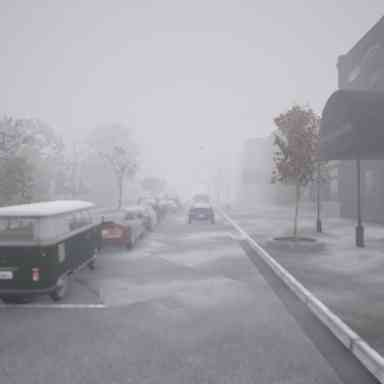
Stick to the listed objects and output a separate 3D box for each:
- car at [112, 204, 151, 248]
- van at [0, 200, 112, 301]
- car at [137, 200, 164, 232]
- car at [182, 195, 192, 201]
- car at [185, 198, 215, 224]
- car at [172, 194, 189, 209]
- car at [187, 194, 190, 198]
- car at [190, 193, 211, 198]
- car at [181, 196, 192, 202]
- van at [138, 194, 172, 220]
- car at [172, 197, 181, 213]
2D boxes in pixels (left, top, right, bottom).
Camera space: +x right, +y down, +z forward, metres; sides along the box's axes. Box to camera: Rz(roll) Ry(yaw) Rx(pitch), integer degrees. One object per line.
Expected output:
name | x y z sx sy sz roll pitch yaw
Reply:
car | -3.359 1.521 14.912 2.163 1.488 4.792 0 1 0
van | -3.549 1.259 8.402 1.878 1.987 4.442 0 1 -1
car | -3.196 1.496 20.420 2.231 1.521 4.892 0 1 0
car | -1.231 1.617 86.956 2.097 1.535 5.008 0 0 4
car | 0.707 1.495 25.334 1.882 1.535 5.008 0 0 2
car | -2.212 1.538 53.691 2.097 1.535 5.008 0 0 4
car | -2.049 1.561 59.237 2.097 1.535 5.008 0 0 4
car | 1.225 1.255 43.003 2.150 2.045 5.566 0 0 2
car | -1.394 1.625 81.417 2.231 1.521 4.892 0 -1 4
van | -3.022 1.297 26.103 1.878 1.987 4.442 0 0 4
car | -2.703 1.573 37.069 2.002 1.452 4.674 0 0 2
